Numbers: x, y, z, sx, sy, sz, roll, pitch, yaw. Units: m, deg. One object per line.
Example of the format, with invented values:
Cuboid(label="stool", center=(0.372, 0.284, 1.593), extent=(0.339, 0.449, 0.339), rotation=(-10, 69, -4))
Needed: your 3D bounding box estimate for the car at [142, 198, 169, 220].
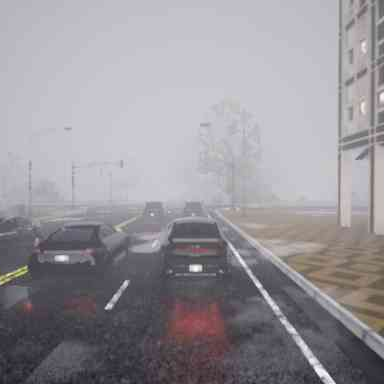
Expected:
Cuboid(label="car", center=(-3.163, 1.544, 28.937), extent=(1.837, 1.490, 4.892), rotation=(0, 0, 0))

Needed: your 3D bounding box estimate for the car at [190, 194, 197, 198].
Cuboid(label="car", center=(0.475, 1.504, 92.984), extent=(1.812, 1.442, 4.674), rotation=(0, 0, 1))

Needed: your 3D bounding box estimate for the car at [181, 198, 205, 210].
Cuboid(label="car", center=(0.087, 1.545, 28.948), extent=(1.837, 1.490, 4.892), rotation=(0, 0, 0))

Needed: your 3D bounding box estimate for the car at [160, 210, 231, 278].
Cuboid(label="car", center=(0.090, 1.523, 10.216), extent=(1.837, 1.490, 4.892), rotation=(0, 0, 0))

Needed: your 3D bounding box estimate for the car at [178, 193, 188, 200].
Cuboid(label="car", center=(-2.780, 1.194, 92.685), extent=(2.150, 2.045, 5.566), rotation=(0, 0, 1))

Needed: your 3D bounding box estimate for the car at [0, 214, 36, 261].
Cuboid(label="car", center=(-6.602, 1.523, 10.859), extent=(1.837, 1.490, 4.892), rotation=(0, 0, 0))

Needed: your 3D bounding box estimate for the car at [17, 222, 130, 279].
Cuboid(label="car", center=(-3.162, 1.582, 10.103), extent=(1.994, 1.385, 4.181), rotation=(0, 0, 0))
